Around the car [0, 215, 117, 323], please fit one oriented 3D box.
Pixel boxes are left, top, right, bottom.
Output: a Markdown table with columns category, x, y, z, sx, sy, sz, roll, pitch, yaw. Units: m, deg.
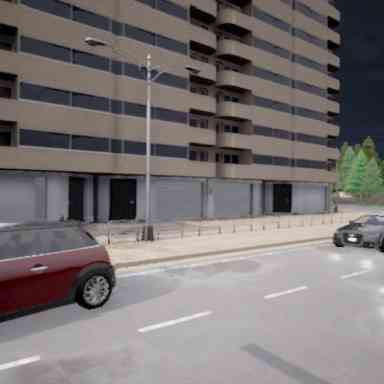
| category | x | y | z | sx | sy | sz | roll | pitch | yaw |
| --- | --- | --- | --- | --- | --- | --- | --- | --- | --- |
| car | -3.678 | 1.356 | 5.903 | 2.097 | 1.767 | 4.553 | 0 | 0 | 43 |

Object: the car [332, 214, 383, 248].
| category | x | y | z | sx | sy | sz | roll | pitch | yaw |
| --- | --- | --- | --- | --- | --- | --- | --- | --- | --- |
| car | 7.805 | 1.670 | 14.110 | 4.181 | 1.385 | 1.994 | 1 | 0 | -37 |

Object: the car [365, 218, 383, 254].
| category | x | y | z | sx | sy | sz | roll | pitch | yaw |
| --- | --- | --- | --- | --- | --- | --- | --- | --- | --- |
| car | 7.217 | 1.574 | 9.362 | 4.902 | 1.511 | 2.128 | 1 | 0 | -37 |
